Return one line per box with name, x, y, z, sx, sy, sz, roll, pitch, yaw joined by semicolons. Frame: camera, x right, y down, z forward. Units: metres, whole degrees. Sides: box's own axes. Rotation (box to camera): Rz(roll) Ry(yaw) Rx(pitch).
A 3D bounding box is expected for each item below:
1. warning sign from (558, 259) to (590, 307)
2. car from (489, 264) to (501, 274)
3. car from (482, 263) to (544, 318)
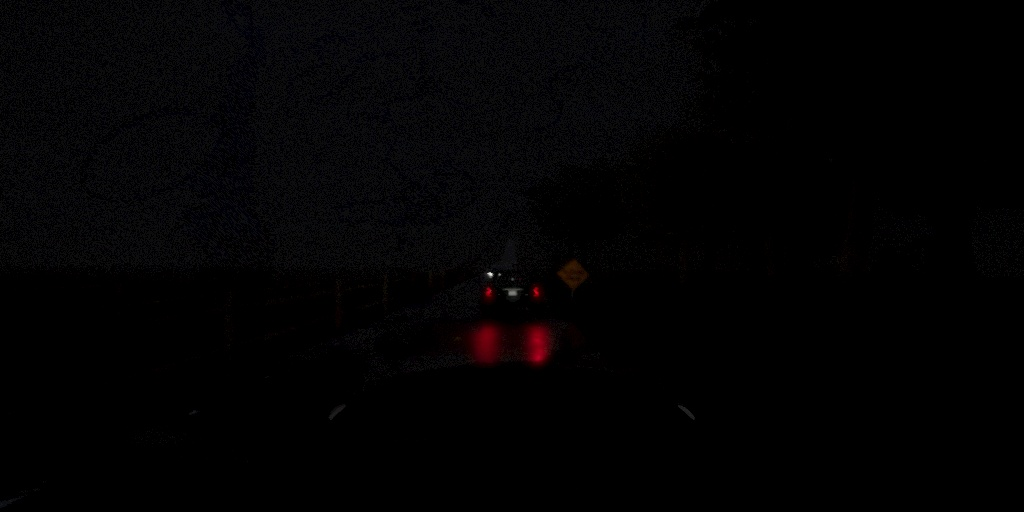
warning sign;2.450;1.037;14.629;1.300;1.860;1.060;0;0;0
car;-2.790;2.146;60.357;1.812;1.442;4.674;0;-1;1
car;0.048;1.263;13.860;2.097;1.767;4.553;0;-1;0
